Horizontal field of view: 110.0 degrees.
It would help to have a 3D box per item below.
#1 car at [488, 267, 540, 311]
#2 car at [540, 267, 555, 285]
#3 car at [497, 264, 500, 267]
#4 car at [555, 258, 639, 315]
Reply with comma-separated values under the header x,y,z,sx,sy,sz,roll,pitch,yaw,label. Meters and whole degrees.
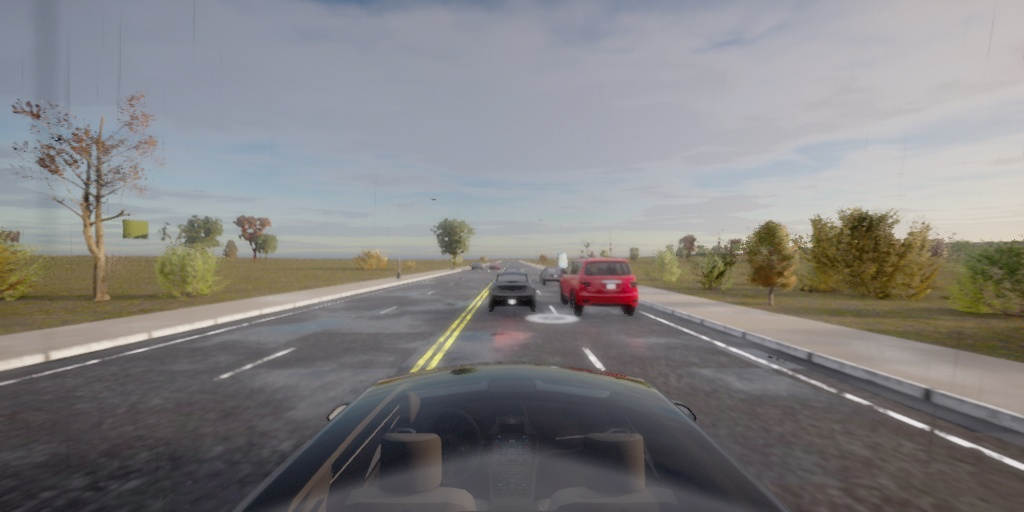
x,y,z,sx,sy,sz,roll,pitch,yaw,label
0.023,1.400,15.330,1.837,1.490,4.892,0,0,0,car
3.269,1.584,29.359,2.033,1.411,5.357,0,-1,0,car
0.029,1.611,30.267,1.994,1.385,4.181,0,-1,0,car
3.263,1.107,14.414,2.150,2.045,5.566,0,0,0,car
